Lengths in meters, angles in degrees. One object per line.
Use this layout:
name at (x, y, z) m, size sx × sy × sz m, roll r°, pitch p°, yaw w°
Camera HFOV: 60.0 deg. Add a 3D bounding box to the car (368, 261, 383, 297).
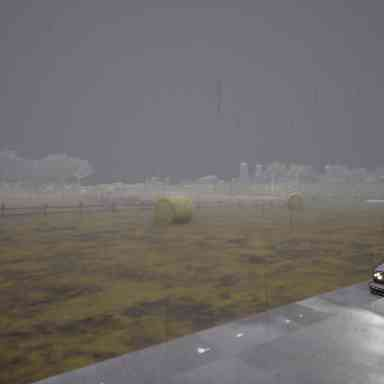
car at (6.107, 1.539, 7.365) m, size 5.357 × 1.411 × 2.033 m, roll 0°, pitch 0°, yaw -35°
